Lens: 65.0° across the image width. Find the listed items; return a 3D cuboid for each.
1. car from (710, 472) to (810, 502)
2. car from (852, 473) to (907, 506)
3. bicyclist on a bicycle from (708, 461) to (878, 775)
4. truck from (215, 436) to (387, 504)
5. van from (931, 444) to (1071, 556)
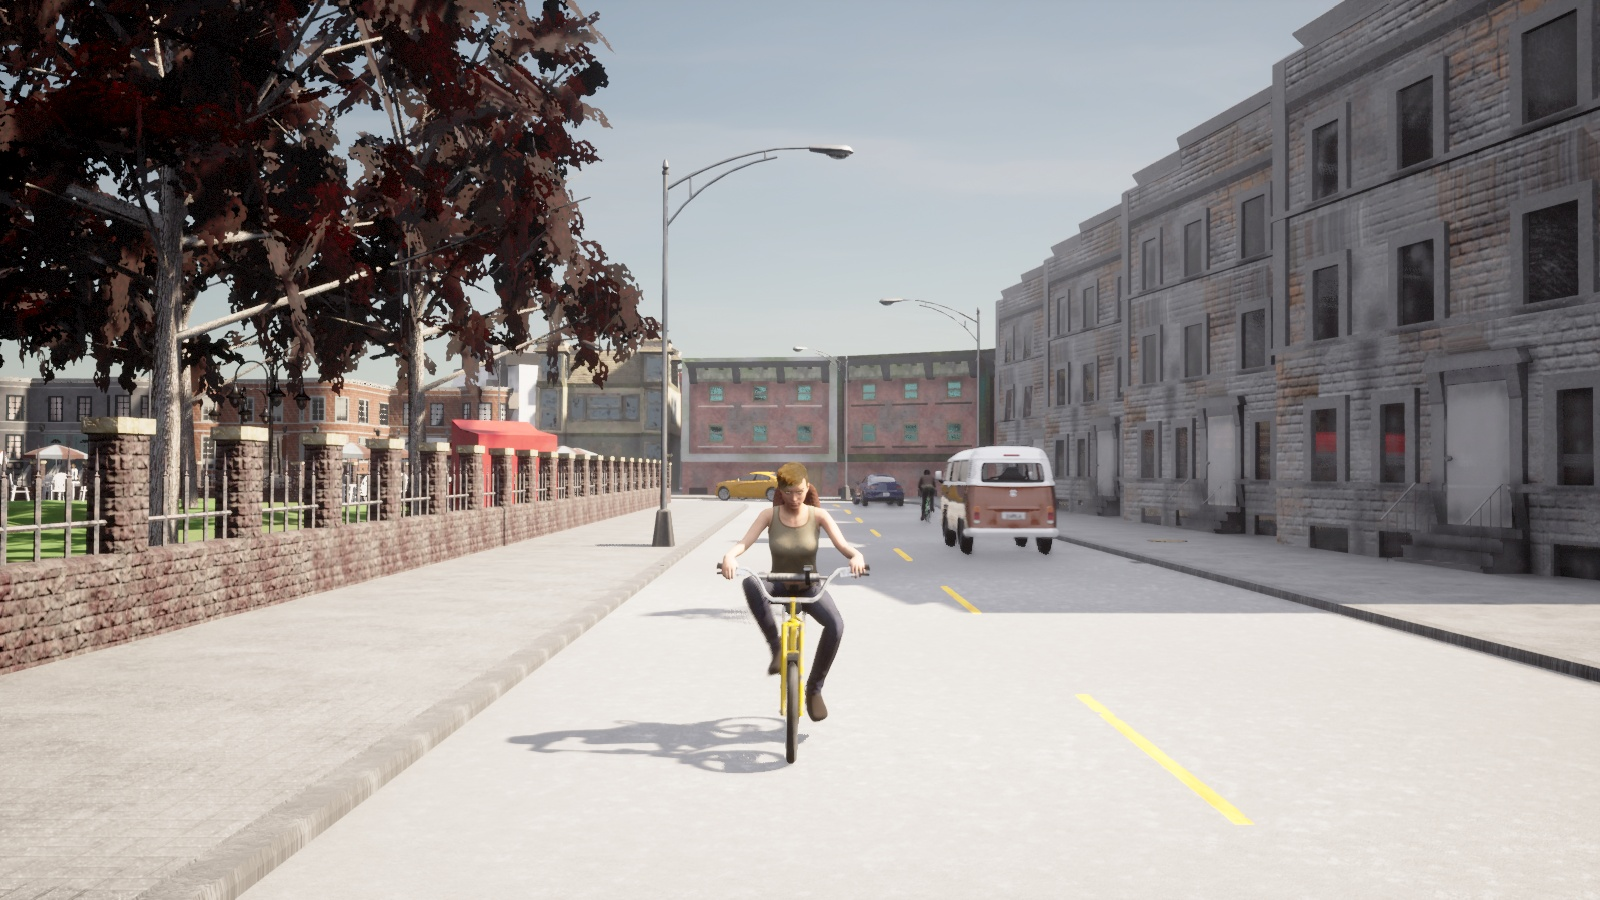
[{"bbox_3d":[-2.115,1.895,65.215,5.008,1.535,1.882,-1,-1,33],"label":"car"},{"bbox_3d":[3.589,1.788,57.350,1.812,1.442,4.674,0,-1,-5],"label":"car"},{"bbox_3d":[-0.031,0.873,7.222,0.866,1.612,1.509,0,-1,0],"label":"bicyclist on a bicycle"},{"bbox_3d":[-26.305,1.051,66.468,7.936,3.462,2.891,0,-1,0],"label":"truck"},{"bbox_3d":[3.910,0.944,25.195,2.069,2.038,4.480,0,-1,0],"label":"van"}]
